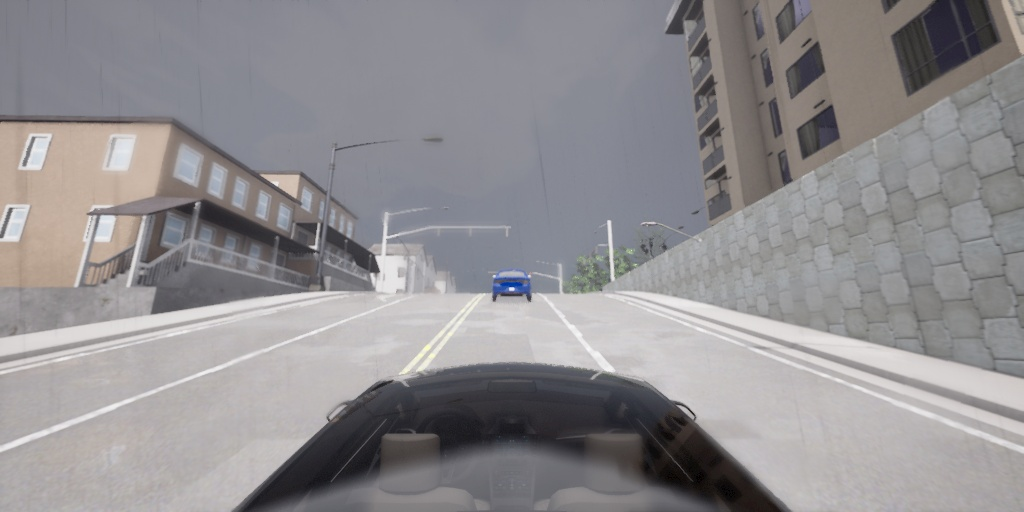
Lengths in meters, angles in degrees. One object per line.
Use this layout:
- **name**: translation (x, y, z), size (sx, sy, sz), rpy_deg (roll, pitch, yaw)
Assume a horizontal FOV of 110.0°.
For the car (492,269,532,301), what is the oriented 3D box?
- **car**: translation (-0.002, 1.421, 18.681), size (1.882, 1.535, 5.008), rpy_deg (0, -2, 0)
